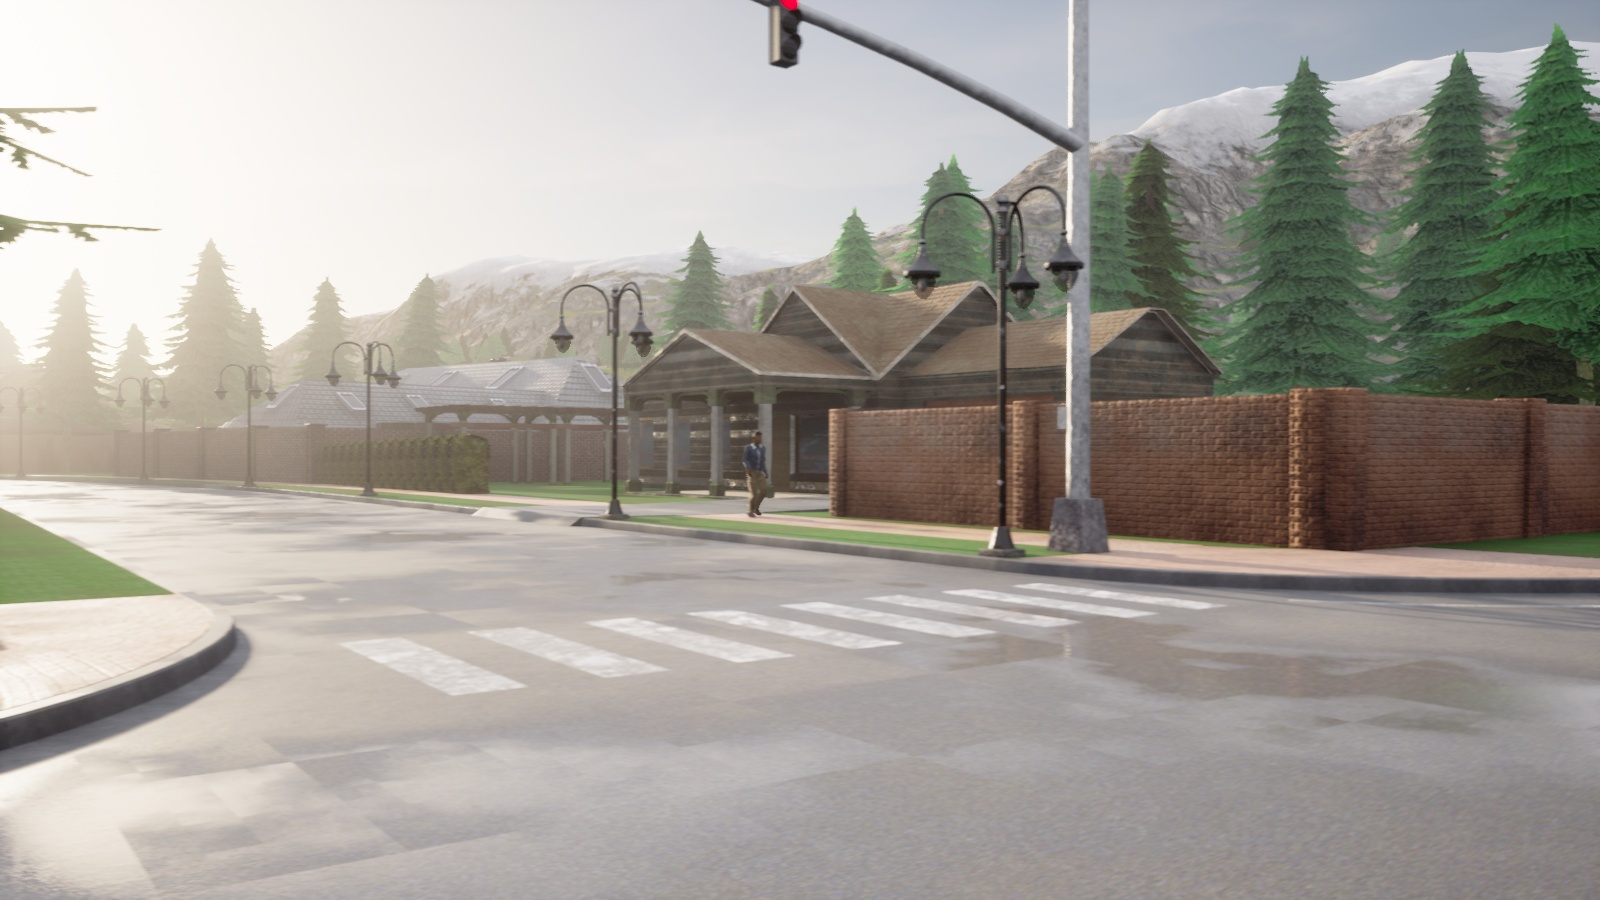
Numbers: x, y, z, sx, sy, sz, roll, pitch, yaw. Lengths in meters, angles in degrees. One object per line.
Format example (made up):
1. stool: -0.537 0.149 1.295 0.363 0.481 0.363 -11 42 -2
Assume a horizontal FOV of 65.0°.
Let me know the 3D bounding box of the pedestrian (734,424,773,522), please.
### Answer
1. pedestrian: -0.946 0.461 25.561 0.423 1.949 0.788 0 0 -35
